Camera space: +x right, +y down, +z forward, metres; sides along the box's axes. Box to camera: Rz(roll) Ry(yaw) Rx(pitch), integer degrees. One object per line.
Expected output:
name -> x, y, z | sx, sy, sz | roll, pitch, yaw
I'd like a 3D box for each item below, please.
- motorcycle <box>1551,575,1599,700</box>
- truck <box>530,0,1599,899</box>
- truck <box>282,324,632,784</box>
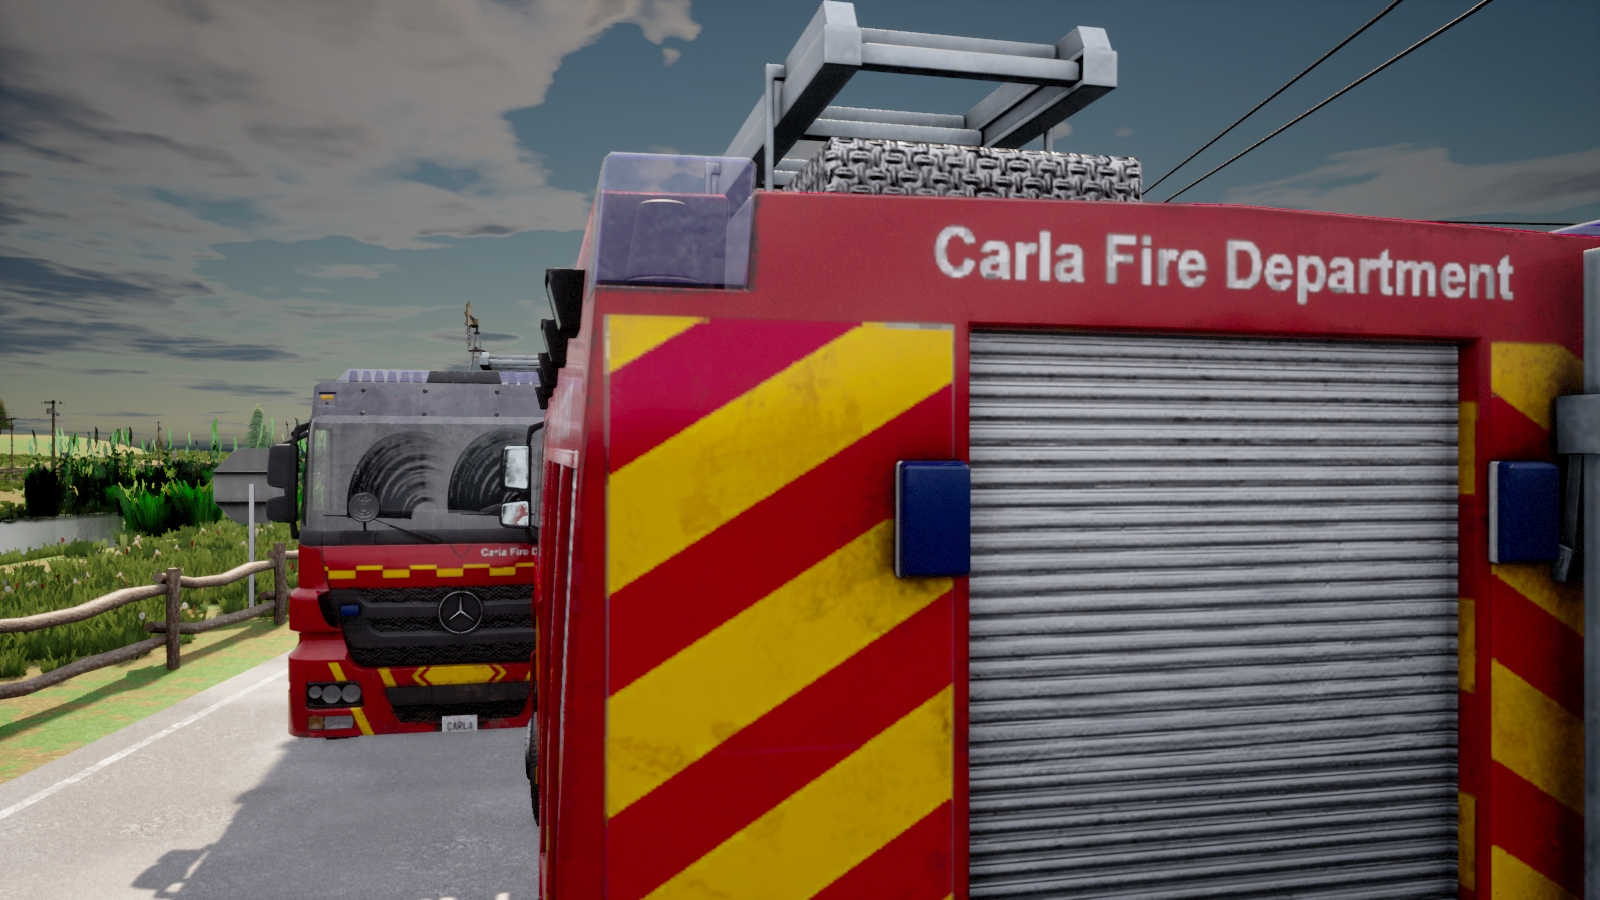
motorcycle -> 9.815, 2.142, 13.181 | 1.805, 1.316, 0.856 | 0, 0, -7
truck -> -0.127, 0.866, 6.874 | 2.891, 3.827, 8.468 | 0, 0, -13
truck -> -3.885, 0.862, 13.971 | 2.891, 3.827, 8.468 | 0, 0, -13
